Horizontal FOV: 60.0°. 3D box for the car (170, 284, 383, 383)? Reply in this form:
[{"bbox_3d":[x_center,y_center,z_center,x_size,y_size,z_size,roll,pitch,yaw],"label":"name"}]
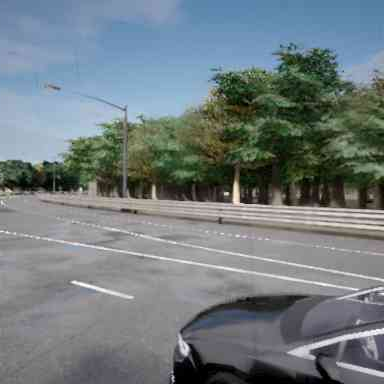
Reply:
[{"bbox_3d":[2.033,1.494,2.557,4.902,1.511,2.128,0,0,36],"label":"car"}]
